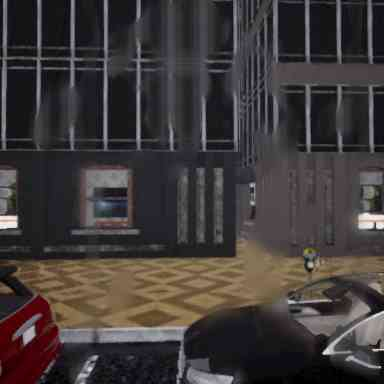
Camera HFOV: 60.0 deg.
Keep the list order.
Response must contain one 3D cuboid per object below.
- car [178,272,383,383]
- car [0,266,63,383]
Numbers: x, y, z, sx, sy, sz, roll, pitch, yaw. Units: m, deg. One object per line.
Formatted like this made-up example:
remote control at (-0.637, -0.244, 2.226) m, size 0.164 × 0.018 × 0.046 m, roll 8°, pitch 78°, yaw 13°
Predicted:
car at (2.044, 1.635, 3.651) m, size 4.403 × 1.369 × 2.008 m, roll 0°, pitch -1°, yaw -2°
car at (-3.642, 1.525, 3.406) m, size 4.097 × 1.590 × 1.967 m, roll 0°, pitch -1°, yaw -2°
